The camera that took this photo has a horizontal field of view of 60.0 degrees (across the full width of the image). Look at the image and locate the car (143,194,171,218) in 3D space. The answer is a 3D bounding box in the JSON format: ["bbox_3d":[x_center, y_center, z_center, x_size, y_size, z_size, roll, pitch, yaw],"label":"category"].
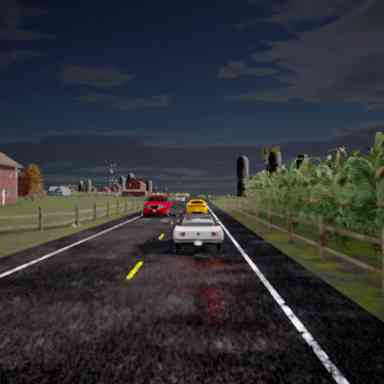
[{"bbox_3d":[-3.206,1.252,31.364,2.150,2.045,5.566,0,0,1],"label":"car"}]

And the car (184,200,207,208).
[{"bbox_3d":[0.506,1.500,33.006,1.882,1.535,5.008,0,0,1],"label":"car"}]

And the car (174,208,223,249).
[{"bbox_3d":[0.269,1.607,14.600,1.895,1.301,4.718,0,0,1],"label":"car"}]

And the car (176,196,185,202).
[{"bbox_3d":[-2.535,1.556,73.636,1.812,1.442,4.674,0,0,1],"label":"car"}]
